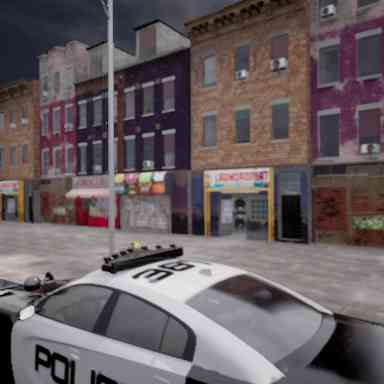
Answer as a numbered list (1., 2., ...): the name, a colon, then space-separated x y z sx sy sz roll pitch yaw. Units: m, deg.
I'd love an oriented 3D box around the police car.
1. police car: -0.628 1.448 3.713 5.238 1.638 1.930 -1 0 35
